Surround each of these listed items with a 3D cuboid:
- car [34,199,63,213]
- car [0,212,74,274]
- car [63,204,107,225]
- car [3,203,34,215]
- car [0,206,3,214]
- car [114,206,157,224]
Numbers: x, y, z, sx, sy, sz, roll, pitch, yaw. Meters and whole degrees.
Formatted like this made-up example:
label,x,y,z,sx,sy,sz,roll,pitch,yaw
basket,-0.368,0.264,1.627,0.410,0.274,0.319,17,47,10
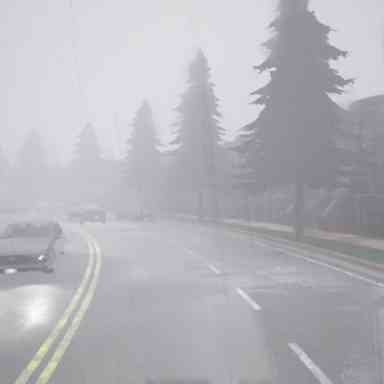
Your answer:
label,x,y,z,sx,sy,sz,roll,pitch,yaw
car,-17.357,1.676,40.240,4.553,1.767,2.097,-1,0,37
car,-5.294,1.641,11.004,2.033,1.411,5.357,0,0,-15
car,-8.274,1.666,25.994,1.882,1.535,5.008,0,0,-34
car,-20.681,1.939,38.379,4.718,1.301,1.895,-1,0,35
car,-11.726,1.665,17.963,2.128,1.511,4.902,0,0,-27
car,-4.711,1.769,27.001,1.895,1.301,4.718,0,0,-34
